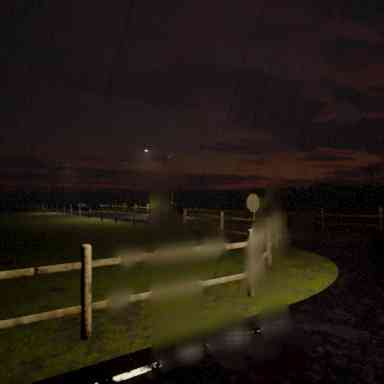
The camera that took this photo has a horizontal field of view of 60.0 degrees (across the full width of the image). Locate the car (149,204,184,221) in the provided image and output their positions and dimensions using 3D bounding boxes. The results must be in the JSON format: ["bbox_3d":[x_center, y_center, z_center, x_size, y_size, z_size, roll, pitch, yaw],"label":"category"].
[{"bbox_3d":[-2.604,2.017,33.488,1.837,1.490,4.892,0,-1,-34],"label":"car"}]

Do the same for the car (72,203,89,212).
[{"bbox_3d":[-19.413,2.654,58.022,1.994,1.385,4.181,0,-1,-34],"label":"car"}]
